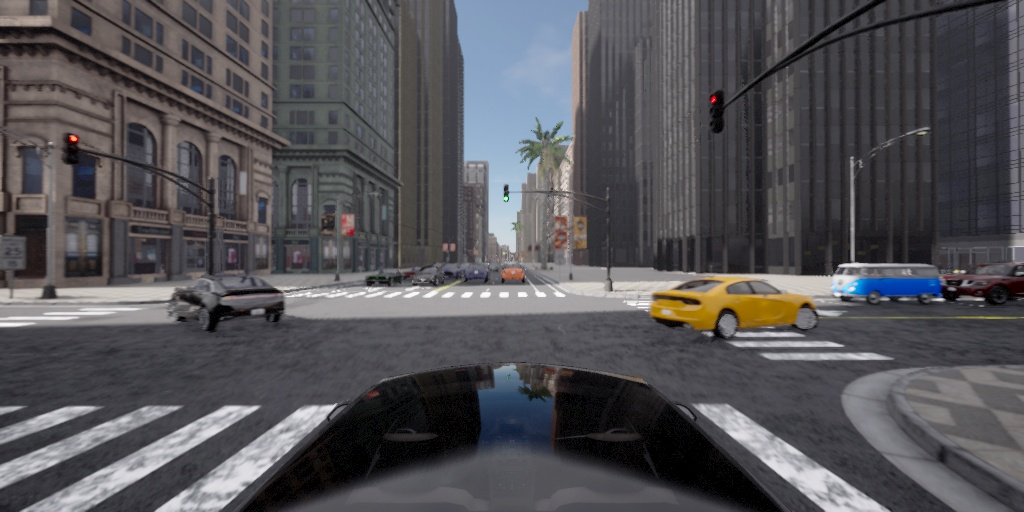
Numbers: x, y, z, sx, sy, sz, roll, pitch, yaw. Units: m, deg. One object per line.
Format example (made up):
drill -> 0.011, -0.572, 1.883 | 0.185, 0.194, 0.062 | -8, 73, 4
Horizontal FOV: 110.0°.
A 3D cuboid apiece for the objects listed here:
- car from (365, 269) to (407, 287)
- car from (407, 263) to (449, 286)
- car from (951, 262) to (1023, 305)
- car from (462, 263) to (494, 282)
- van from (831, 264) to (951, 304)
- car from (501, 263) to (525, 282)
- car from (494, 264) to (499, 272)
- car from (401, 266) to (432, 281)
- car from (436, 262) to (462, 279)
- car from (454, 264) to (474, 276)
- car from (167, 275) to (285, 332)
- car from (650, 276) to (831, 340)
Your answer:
car -> -9.845, 1.661, 28.097 | 1.895, 1.301, 4.718 | 0, -1, -3
car -> -6.599, 1.573, 28.785 | 1.837, 1.490, 4.892 | 0, -1, -1
car -> 22.746, 1.207, 16.495 | 5.009, 1.841, 2.192 | 0, 0, 0
car -> -3.147, 1.478, 33.681 | 2.097, 1.767, 4.553 | 0, -1, 0
van -> 17.068, 1.237, 16.493 | 3.998, 1.789, 1.690 | 0, 0, 0
car -> 0.104, 1.479, 33.740 | 2.097, 1.767, 4.553 | 0, -1, 0
car -> -3.228, 2.000, 59.878 | 1.994, 1.385, 4.181 | 0, -1, 0
car -> -9.831, 1.769, 37.265 | 1.895, 1.301, 4.718 | 0, -1, 0
car -> -6.575, 1.535, 38.531 | 2.097, 1.767, 4.553 | 0, -1, 1
car -> -6.496, 1.854, 48.969 | 2.033, 1.411, 5.357 | 0, -1, 0
car -> -9.068, 1.355, 11.337 | 4.902, 1.511, 2.128 | 0, -1, 34
car -> 6.376, 1.328, 10.291 | 5.008, 1.535, 1.882 | 0, -2, -21
